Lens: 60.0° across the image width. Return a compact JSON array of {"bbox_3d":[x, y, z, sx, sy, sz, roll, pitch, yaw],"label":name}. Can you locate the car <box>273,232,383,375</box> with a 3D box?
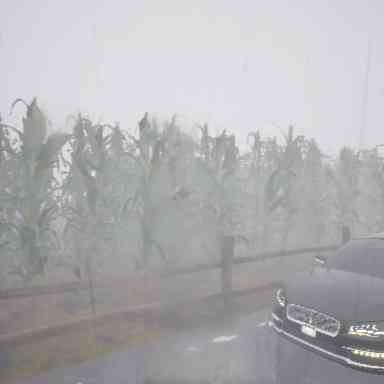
[{"bbox_3d":[3.418,1.470,5.456,4.892,1.490,1.837,1,0,-35],"label":"car"}]
